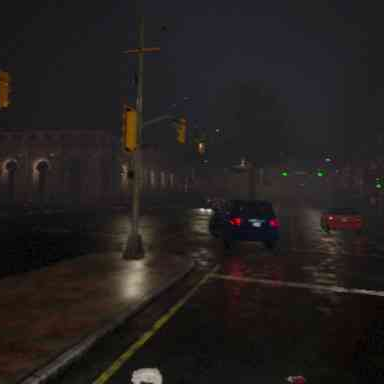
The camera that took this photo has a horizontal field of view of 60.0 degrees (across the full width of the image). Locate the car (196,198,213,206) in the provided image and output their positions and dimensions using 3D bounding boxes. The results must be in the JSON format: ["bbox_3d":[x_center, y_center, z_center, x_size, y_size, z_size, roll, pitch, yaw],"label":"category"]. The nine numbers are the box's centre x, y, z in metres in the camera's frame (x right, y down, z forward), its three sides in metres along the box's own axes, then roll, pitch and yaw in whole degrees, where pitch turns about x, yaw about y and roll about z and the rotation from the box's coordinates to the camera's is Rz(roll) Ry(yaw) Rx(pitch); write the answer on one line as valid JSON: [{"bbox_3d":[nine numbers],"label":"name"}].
[{"bbox_3d":[2.392,1.873,61.831,1.895,1.301,4.718,2,0,16],"label":"car"}]

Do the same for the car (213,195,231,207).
[{"bbox_3d":[5.560,1.607,61.048,2.150,2.045,5.566,2,0,16],"label":"car"}]

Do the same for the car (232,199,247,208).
[{"bbox_3d":[8.399,2.041,58.337,1.994,1.385,4.181,2,0,16],"label":"car"}]

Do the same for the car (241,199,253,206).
[{"bbox_3d":[11.226,2.130,67.972,1.812,1.442,4.674,2,0,16],"label":"car"}]

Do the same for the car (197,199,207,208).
[{"bbox_3d":[2.800,1.752,51.678,2.128,1.511,4.902,2,0,16],"label":"car"}]

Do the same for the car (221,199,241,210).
[{"bbox_3d":[5.878,1.853,49.799,2.128,1.511,4.902,2,0,17],"label":"car"}]

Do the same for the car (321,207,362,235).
[{"bbox_3d":[9.954,1.770,22.423,2.097,1.767,4.553,2,0,16],"label":"car"}]

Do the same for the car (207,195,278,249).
[{"bbox_3d":[2.277,1.351,15.630,2.150,2.045,5.566,3,0,-5],"label":"car"}]

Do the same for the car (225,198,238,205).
[{"bbox_3d":[8.363,2.067,70.644,1.994,1.385,4.181,2,0,16],"label":"car"}]
